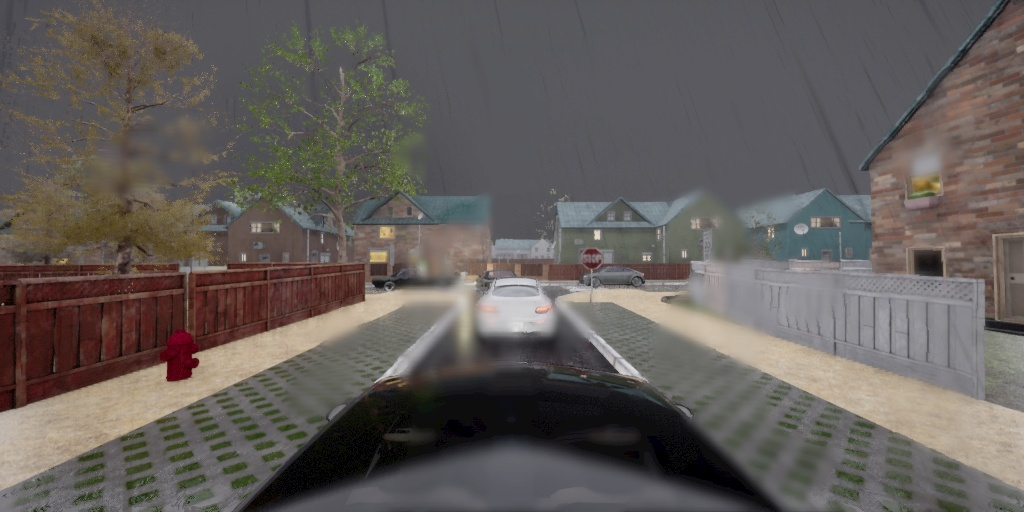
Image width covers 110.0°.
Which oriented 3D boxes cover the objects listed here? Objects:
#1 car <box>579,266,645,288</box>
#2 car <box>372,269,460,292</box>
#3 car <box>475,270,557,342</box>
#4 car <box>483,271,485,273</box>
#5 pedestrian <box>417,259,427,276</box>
[{"bbox_3d":[6.539,1.344,23.688,4.181,1.385,1.994,0,-1,1],"label":"car"},{"bbox_3d":[-5.482,1.417,20.897,4.718,1.301,1.895,-1,-1,1],"label":"car"},{"bbox_3d":[0.103,1.280,9.694,1.812,1.442,4.674,0,0,0],"label":"car"},{"bbox_3d":[-0.756,1.366,18.512,1.895,1.301,4.718,0,-1,-12],"label":"car"},{"bbox_3d":[-6.701,1.119,26.783,0.375,1.860,0.375,0,-1,1],"label":"pedestrian"}]
